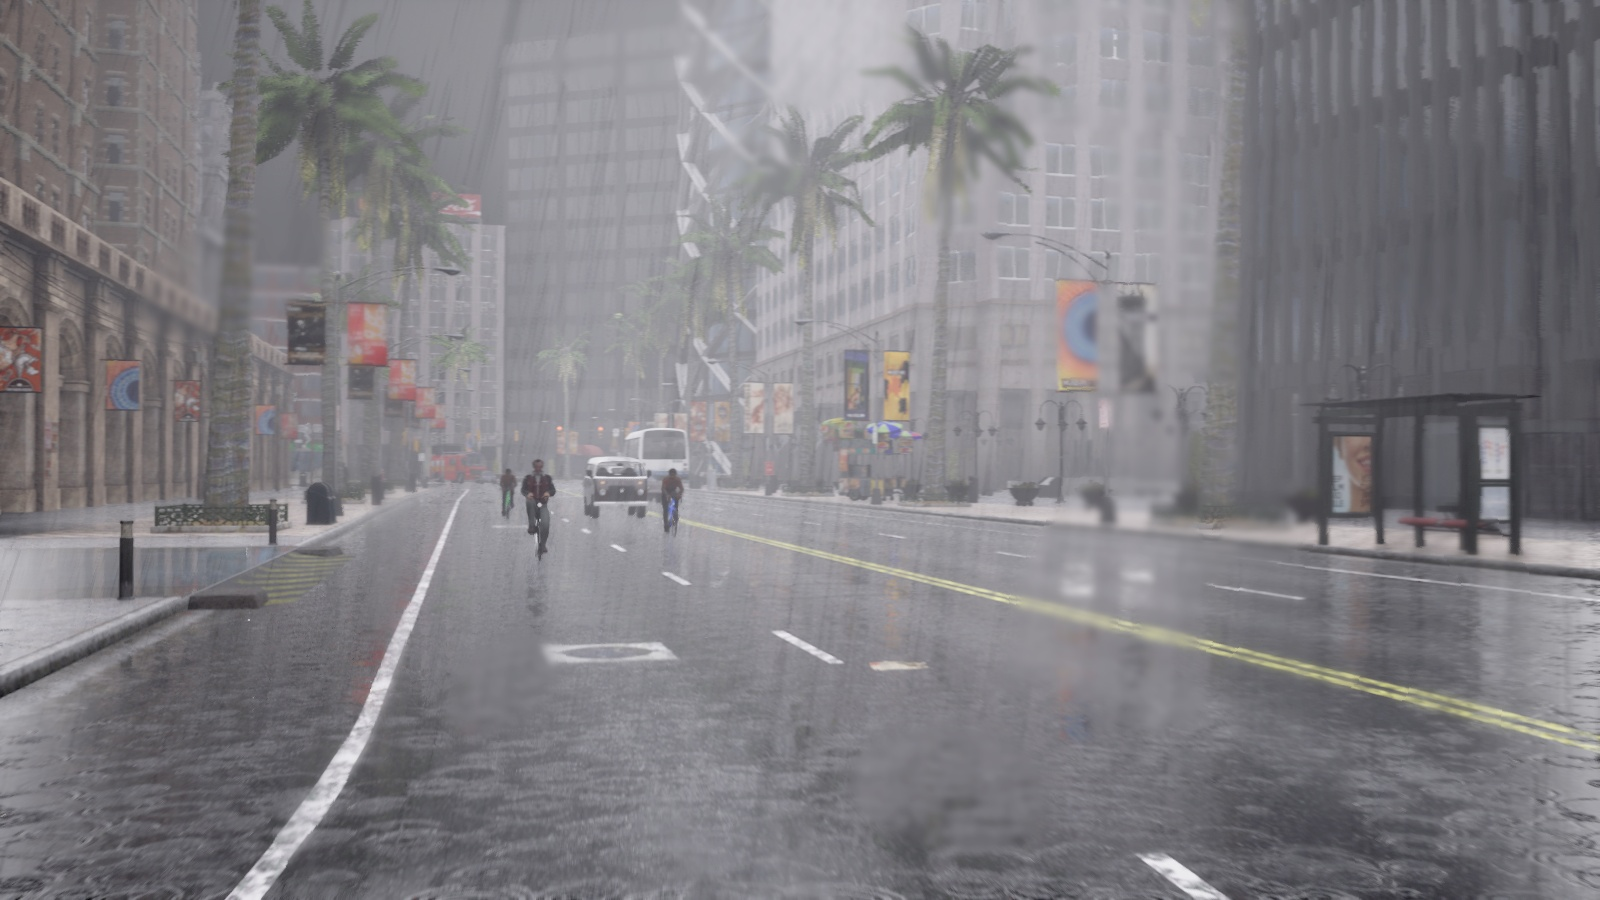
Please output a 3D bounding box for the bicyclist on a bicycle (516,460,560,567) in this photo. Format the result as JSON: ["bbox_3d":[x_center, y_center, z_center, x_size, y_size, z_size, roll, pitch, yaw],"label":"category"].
[{"bbox_3d":[-4.569,1.075,21.817,0.659,1.776,1.843,0,-1,-15],"label":"bicyclist on a bicycle"}]

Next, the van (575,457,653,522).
[{"bbox_3d":[-6.284,1.274,41.988,2.069,2.038,4.480,0,-1,-15],"label":"van"}]

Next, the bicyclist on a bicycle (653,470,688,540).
[{"bbox_3d":[-3.111,1.286,29.993,0.582,1.620,1.656,0,-1,-15],"label":"bicyclist on a bicycle"}]

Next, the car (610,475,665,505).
[{"bbox_3d":[-8.171,1.957,62.816,2.033,1.411,5.357,0,-1,-15],"label":"car"}]

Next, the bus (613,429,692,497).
[{"bbox_3d":[-10.050,0.905,84.423,3.944,4.253,10.273,0,-1,-14],"label":"bus"}]

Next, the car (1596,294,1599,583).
[{"bbox_3d":[3.531,0.530,0.861,2.150,2.045,5.566,0,-1,-4],"label":"car"}]
